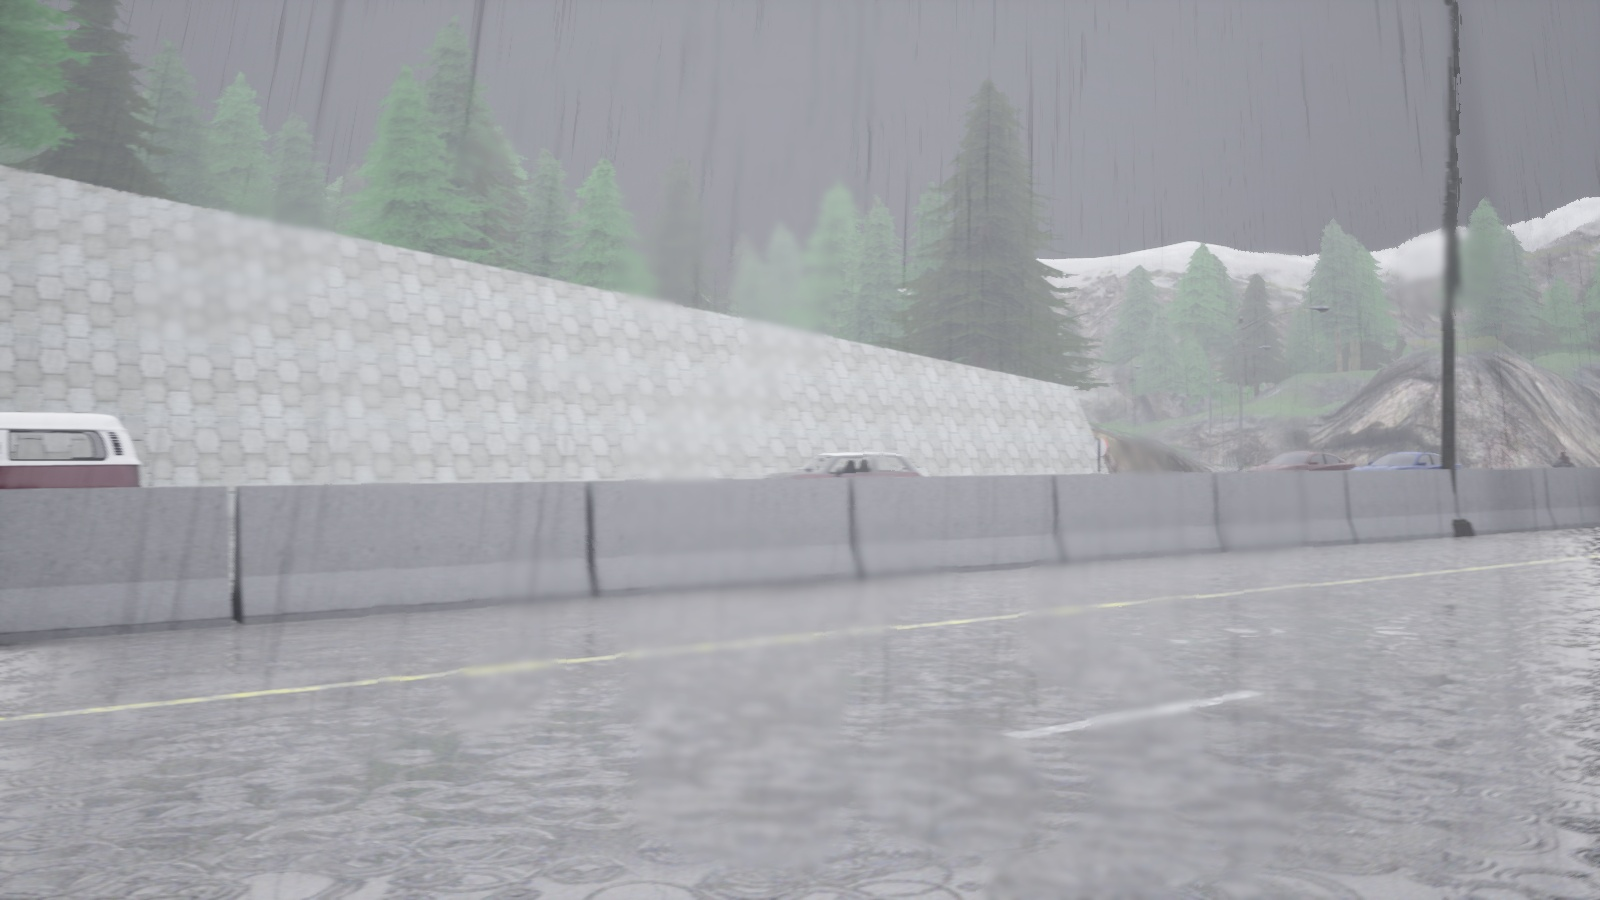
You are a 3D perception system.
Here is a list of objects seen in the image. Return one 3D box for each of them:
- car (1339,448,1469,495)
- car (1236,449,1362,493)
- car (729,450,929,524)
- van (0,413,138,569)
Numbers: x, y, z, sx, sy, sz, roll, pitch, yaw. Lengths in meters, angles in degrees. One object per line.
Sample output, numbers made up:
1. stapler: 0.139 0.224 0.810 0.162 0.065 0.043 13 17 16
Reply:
1. car: 21.177 0.713 43.987 5.008 1.535 1.882 0 0 -35
2. car: 18.450 0.726 46.354 5.008 1.535 1.882 0 0 -35
3. car: 0.597 0.748 26.810 3.806 1.475 1.970 0 0 -20
4. van: -11.583 0.536 16.919 4.480 2.038 2.069 0 0 -35
